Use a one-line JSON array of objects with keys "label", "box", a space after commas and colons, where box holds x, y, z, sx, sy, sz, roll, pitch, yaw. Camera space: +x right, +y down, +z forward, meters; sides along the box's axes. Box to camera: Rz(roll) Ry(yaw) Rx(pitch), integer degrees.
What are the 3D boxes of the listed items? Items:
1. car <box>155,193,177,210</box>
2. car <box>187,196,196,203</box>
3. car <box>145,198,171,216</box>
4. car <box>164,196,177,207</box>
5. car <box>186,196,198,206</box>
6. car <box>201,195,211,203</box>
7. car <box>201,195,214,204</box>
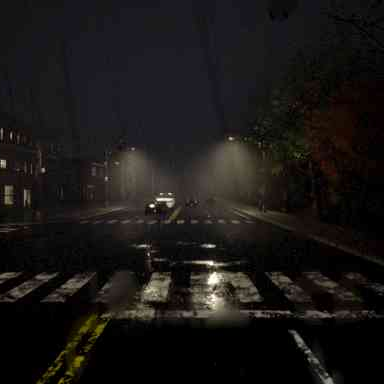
[{"label": "car", "box": [-3.432, 1.206, 43.138, 2.150, 2.045, 5.566, 0, 0, 0]}, {"label": "car", "box": [-0.137, 1.513, 72.173, 2.033, 1.411, 5.357, 0, 0, 0]}, {"label": "car", "box": [-3.415, 1.554, 32.581, 1.994, 1.385, 4.181, 0, 0, 0]}, {"label": "car", "box": [-3.450, 1.485, 53.605, 1.837, 1.490, 4.892, 0, 0, 0]}, {"label": "car", "box": [-0.023, 1.581, 52.785, 1.895, 1.301, 4.718, 0, 0, 0]}, {"label": "car", "box": [3.080, 1.494, 73.237, 2.128, 1.511, 4.902, 0, 0, 0]}, {"label": "car", "box": [3.205, 1.577, 63.231, 1.895, 1.301, 4.718, 0, 0, 0]}]
